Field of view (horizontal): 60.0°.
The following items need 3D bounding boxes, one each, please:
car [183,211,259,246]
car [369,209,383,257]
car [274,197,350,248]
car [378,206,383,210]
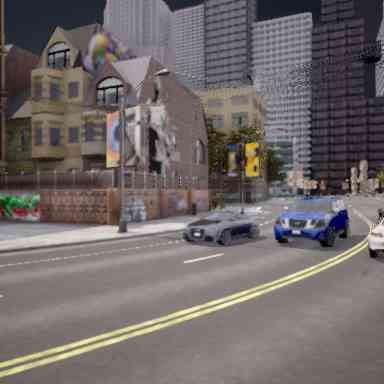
[{"bbox_3d":[1.465,1.603,15.635,1.994,1.385,4.181,0,0,39],"label":"car"},{"bbox_3d":[7.728,1.527,12.027,1.812,1.442,4.674,0,-1,38],"label":"car"},{"bbox_3d":[5.729,1.242,15.348,2.150,2.045,5.566,0,0,36],"label":"car"},{"bbox_3d":[15.289,1.602,25.131,1.895,1.301,4.718,0,0,24],"label":"car"}]
